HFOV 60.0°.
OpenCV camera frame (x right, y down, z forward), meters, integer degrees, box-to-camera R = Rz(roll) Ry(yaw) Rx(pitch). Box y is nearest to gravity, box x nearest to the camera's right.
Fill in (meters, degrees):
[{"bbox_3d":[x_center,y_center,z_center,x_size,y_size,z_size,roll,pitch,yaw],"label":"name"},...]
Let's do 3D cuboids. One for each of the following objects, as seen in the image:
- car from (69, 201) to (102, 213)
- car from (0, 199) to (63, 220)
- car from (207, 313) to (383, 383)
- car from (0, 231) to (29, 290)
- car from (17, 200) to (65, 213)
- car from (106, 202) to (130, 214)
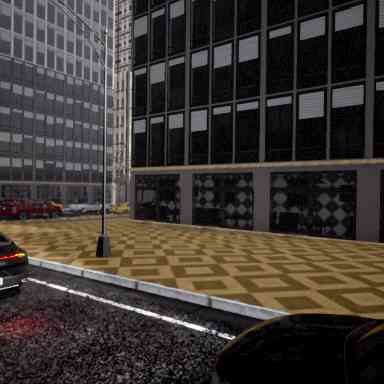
[{"bbox_3d":[-12.739,1.802,41.308,1.895,1.301,4.718,1,0,37],"label":"car"},{"bbox_3d":[-14.181,1.519,29.677,2.192,1.841,5.009,1,0,37],"label":"car"},{"bbox_3d":[2.351,1.505,1.998,4.892,1.490,1.837,0,0,36],"label":"car"},{"bbox_3d":[-5.748,1.500,7.814,4.892,1.490,1.837,0,0,36],"label":"car"},{"bbox_3d":[-17.645,1.643,39.065,1.752,1.417,4.829,1,0,37],"label":"car"},{"bbox_3d":[-7.351,1.830,38.865,1.752,1.417,4.829,1,0,37],"label":"car"}]
